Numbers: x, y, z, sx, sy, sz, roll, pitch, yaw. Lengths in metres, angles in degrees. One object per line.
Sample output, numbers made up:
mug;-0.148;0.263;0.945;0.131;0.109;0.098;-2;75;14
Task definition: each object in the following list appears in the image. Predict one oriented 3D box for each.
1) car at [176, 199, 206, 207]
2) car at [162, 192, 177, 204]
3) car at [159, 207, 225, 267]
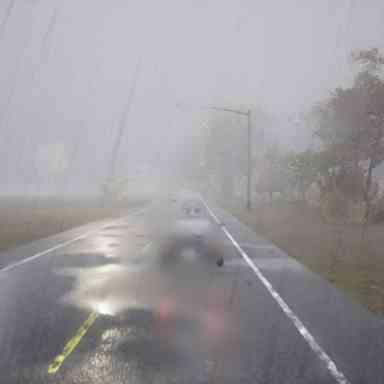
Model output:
car;0.104;1.315;25.089;2.033;1.411;5.357;0;1;0
car;-3.433;0.847;51.210;2.097;1.767;4.553;0;1;0
car;0.095;1.426;10.898;1.812;1.442;4.674;0;0;4
